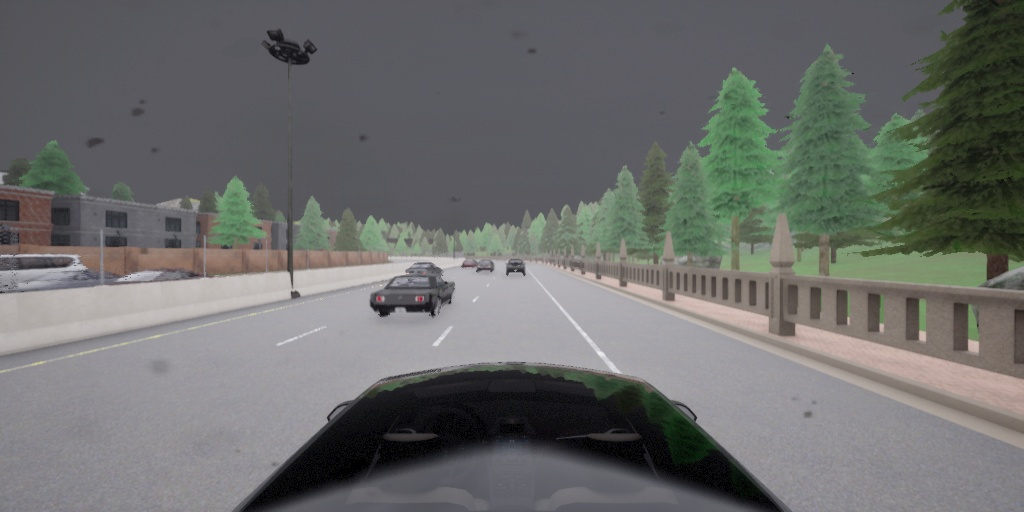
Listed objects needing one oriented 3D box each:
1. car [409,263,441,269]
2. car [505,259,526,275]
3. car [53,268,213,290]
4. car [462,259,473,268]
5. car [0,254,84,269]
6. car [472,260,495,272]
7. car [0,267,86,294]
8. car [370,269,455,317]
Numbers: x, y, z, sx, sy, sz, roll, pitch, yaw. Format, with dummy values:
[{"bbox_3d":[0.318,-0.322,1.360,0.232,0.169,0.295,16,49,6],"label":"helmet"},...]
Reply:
[{"bbox_3d":[-6.697,1.207,27.530,2.033,1.411,5.357,0,0,0],"label":"car"},{"bbox_3d":[0.376,1.132,36.681,1.837,1.490,4.892,0,0,0],"label":"car"},{"bbox_3d":[-14.002,1.232,14.053,1.812,1.442,4.674,0,0,0],"label":"car"},{"bbox_3d":[-6.478,1.127,55.205,1.994,1.385,4.181,0,0,0],"label":"car"},{"bbox_3d":[-20.998,0.925,14.517,2.150,2.045,5.566,0,0,0],"label":"car"},{"bbox_3d":[-3.080,1.156,42.452,2.033,1.411,5.357,0,0,0],"label":"car"},{"bbox_3d":[-17.500,1.269,14.206,1.994,1.385,4.181,0,0,0],"label":"car"},{"bbox_3d":[-3.309,1.312,12.945,1.895,1.301,4.718,0,0,0],"label":"car"}]
